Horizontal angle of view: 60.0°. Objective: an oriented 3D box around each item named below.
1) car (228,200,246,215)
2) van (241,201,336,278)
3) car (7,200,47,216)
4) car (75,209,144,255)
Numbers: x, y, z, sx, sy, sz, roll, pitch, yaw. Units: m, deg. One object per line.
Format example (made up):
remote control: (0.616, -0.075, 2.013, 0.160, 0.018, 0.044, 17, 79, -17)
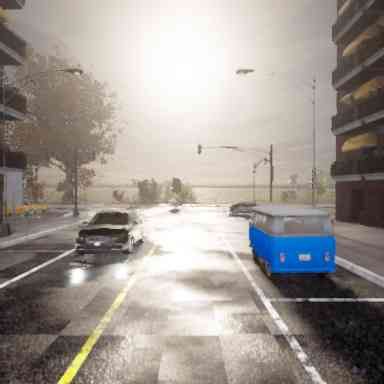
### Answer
car: (5.593, 1.525, 32.399, 4.181, 1.385, 1.994, 0, 1, 0)
van: (2.676, 1.312, 9.751, 1.690, 1.788, 3.998, -1, 0, 0)
car: (-16.688, 1.508, 32.137, 5.008, 1.535, 1.882, 1, 1, -1)
car: (-3.081, 1.467, 13.260, 1.837, 1.490, 4.892, 0, 0, 0)
